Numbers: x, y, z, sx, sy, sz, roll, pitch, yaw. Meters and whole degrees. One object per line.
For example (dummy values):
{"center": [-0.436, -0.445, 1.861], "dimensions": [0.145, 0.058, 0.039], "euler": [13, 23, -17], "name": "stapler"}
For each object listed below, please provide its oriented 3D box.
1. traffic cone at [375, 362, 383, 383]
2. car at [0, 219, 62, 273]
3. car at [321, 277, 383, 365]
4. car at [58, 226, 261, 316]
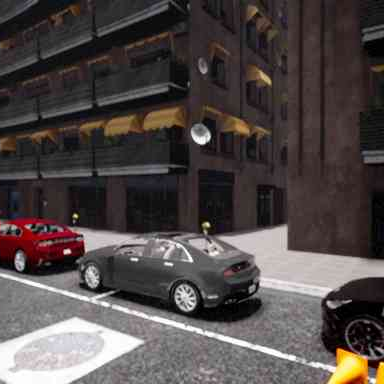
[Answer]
{"center": [1.846, 1.954, 3.224], "dimensions": [0.340, 0.580, 0.340], "euler": [0, 0, 34], "name": "traffic cone"}
{"center": [-5.320, 1.535, 10.568], "dimensions": [4.507, 1.381, 1.887], "euler": [0, 0, 35], "name": "car"}
{"center": [3.943, 1.565, 4.165], "dimensions": [4.313, 1.339, 1.947], "euler": [0, 0, 35], "name": "car"}
{"center": [-0.689, 1.546, 7.366], "dimensions": [4.403, 1.369, 2.008], "euler": [0, 0, 35], "name": "car"}
